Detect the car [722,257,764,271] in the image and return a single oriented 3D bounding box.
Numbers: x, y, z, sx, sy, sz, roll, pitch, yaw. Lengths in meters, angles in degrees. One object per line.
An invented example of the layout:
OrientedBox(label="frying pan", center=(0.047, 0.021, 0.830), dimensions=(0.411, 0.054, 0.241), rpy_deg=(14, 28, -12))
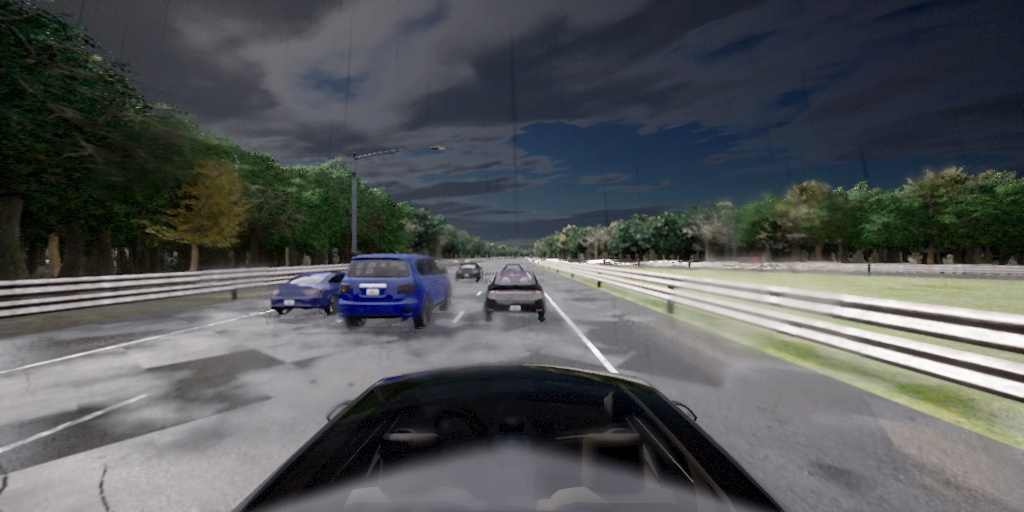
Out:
OrientedBox(label="car", center=(34.751, 1.225, 54.108), dimensions=(2.150, 2.045, 5.566), rpy_deg=(0, 0, -32))

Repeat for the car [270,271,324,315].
OrientedBox(label="car", center=(-6.901, 1.273, 13.413), dimensions=(1.812, 1.442, 4.674), rpy_deg=(0, 0, 0))

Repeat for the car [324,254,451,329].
OrientedBox(label="car", center=(-3.401, 0.969, 11.438), dimensions=(2.150, 2.045, 5.566), rpy_deg=(0, 0, 0))

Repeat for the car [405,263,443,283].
OrientedBox(label="car", center=(-6.904, 1.298, 28.701), dimensions=(1.994, 1.385, 4.181), rpy_deg=(0, -1, 0))

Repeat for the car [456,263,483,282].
OrientedBox(label="car", center=(-3.404, 1.277, 29.232), dimensions=(1.812, 1.442, 4.674), rpy_deg=(0, 0, 0))

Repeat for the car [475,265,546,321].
OrientedBox(label="car", center=(0.098, 1.238, 12.433), dimensions=(2.128, 1.511, 4.902), rpy_deg=(0, 0, 0))
